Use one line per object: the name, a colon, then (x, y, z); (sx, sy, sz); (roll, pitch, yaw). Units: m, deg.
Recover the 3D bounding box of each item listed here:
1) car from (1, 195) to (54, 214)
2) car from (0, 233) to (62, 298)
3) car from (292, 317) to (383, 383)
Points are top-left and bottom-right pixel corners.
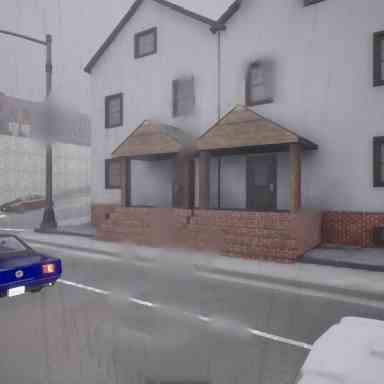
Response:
car: (-14.385, 0.973, 29.266); (1.994, 1.385, 4.181); (0, 7, 35)
car: (-5.131, 1.601, 7.632); (4.718, 1.301, 1.895); (0, 0, 36)
car: (2.984, 1.601, 1.853); (4.718, 1.301, 1.895); (0, 0, 36)
